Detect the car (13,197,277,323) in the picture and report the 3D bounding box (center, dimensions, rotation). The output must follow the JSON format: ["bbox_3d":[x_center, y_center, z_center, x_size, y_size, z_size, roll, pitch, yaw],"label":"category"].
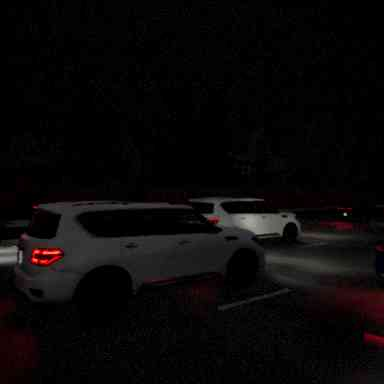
[{"bbox_3d":[-0.851,1.219,7.453,5.566,2.045,2.150,0,0,-36],"label":"car"}]

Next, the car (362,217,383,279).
[{"bbox_3d":[6.648,1.477,8.560,5.008,1.535,1.882,0,0,-36],"label":"car"}]

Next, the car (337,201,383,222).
[{"bbox_3d":[13.525,1.499,26.520,4.892,1.490,1.837,2,-1,-36],"label":"car"}]

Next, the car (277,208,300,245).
[{"bbox_3d":[2.152,1.223,13.945,5.566,2.045,2.150,0,0,-36],"label":"car"}]
